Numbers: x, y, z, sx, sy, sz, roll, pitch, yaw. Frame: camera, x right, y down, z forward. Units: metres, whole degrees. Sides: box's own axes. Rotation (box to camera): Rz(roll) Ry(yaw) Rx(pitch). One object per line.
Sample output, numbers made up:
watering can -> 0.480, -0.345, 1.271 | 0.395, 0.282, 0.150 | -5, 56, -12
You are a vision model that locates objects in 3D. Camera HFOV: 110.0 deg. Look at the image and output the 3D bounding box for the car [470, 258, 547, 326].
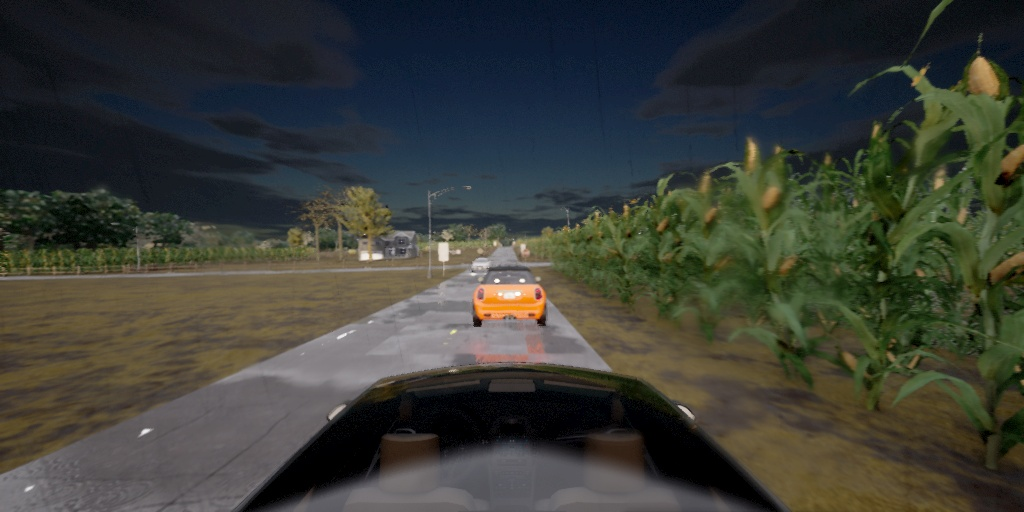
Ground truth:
car -> -0.086, 1.093, 11.870 | 2.097, 1.767, 4.553 | 0, 0, -1
